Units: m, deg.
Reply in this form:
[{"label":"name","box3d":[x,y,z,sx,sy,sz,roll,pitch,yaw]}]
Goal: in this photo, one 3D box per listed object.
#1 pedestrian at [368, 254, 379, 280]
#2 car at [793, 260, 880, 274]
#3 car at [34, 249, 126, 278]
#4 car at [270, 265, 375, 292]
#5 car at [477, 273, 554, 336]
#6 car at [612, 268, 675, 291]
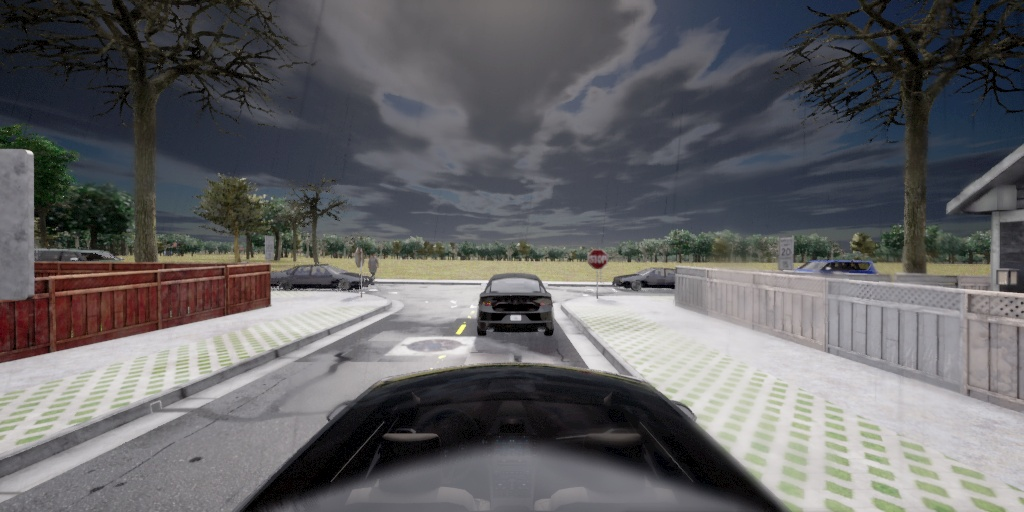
[{"label":"pedestrian","box3d":[-9.750,0.748,25.152,0.375,1.860,0.375,0,-1,-1]},{"label":"car","box3d":[19.718,1.259,22.513,5.566,2.045,2.150,1,0,-1]},{"label":"car","box3d":[-22.897,0.653,19.170,5.566,2.045,2.150,1,0,-1]},{"label":"car","box3d":[-10.298,1.170,19.283,5.357,1.411,2.033,1,0,-1]},{"label":"car","box3d":[0.080,1.226,10.463,1.882,1.535,5.008,0,0,0]},{"label":"car","box3d":[9.113,1.435,22.413,5.357,1.411,2.033,1,0,-1]}]
